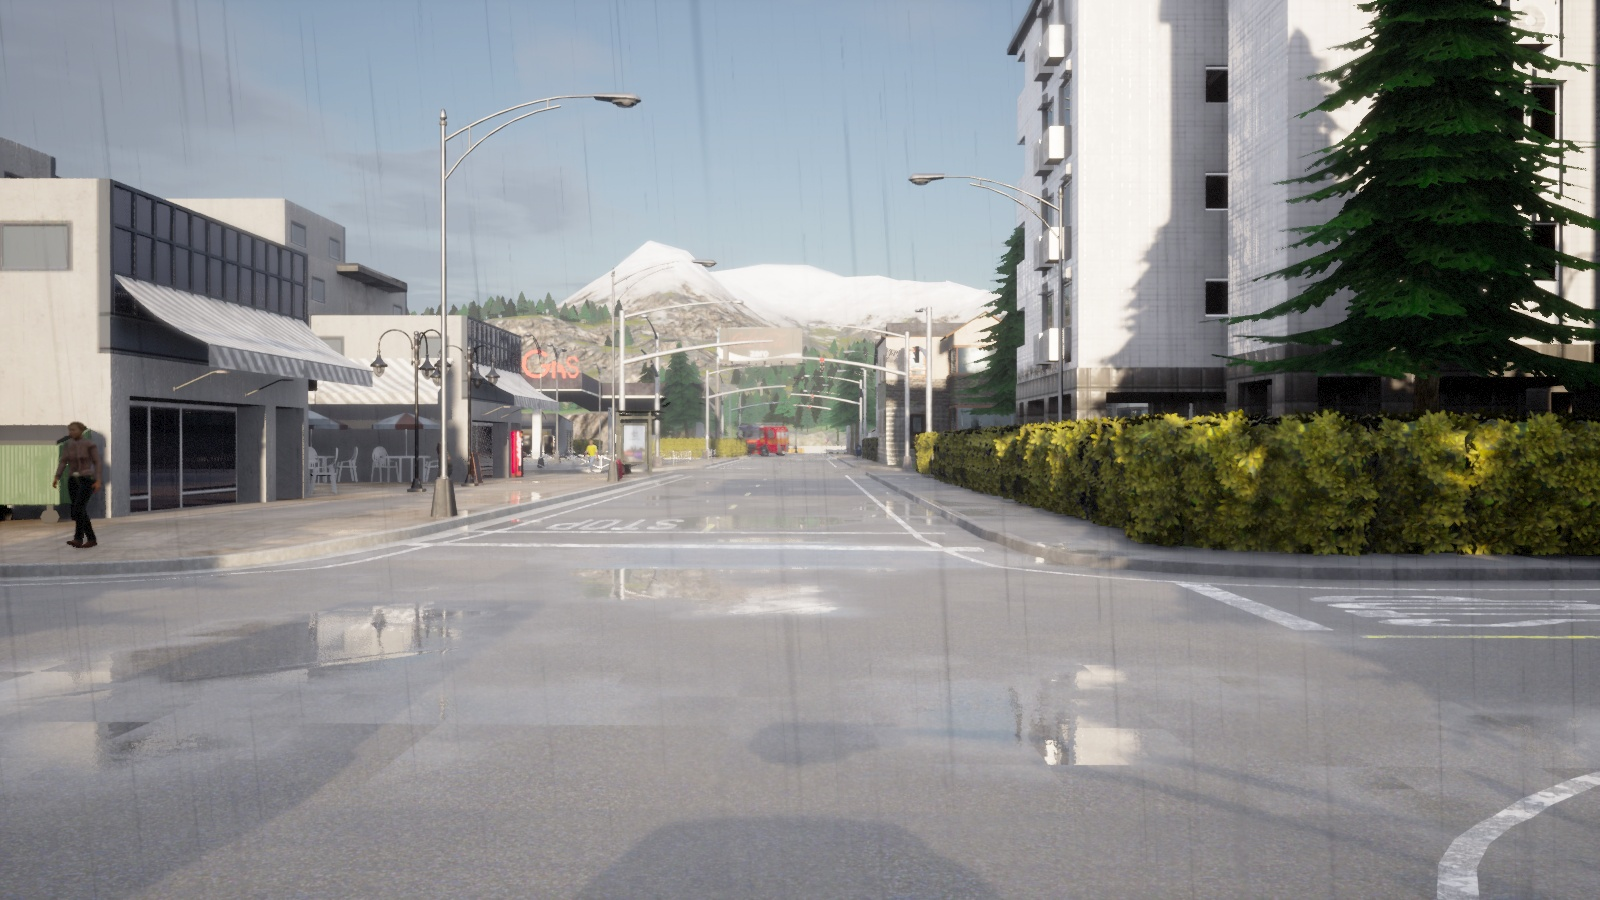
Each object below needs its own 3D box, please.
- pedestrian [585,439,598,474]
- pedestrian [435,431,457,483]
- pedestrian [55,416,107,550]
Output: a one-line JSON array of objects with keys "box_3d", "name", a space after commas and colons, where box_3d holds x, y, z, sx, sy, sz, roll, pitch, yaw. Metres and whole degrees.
[{"box_3d": [-10.785, 0.335, 64.960, 0.354, 1.836, 0.706, 0, 0, 20], "name": "pedestrian"}, {"box_3d": [-12.531, 0.245, 44.447, 0.376, 1.854, 0.720, 0, 0, 25], "name": "pedestrian"}, {"box_3d": [-10.123, 0.455, 17.688, 0.331, 1.846, 0.634, 0, 0, 5], "name": "pedestrian"}]
